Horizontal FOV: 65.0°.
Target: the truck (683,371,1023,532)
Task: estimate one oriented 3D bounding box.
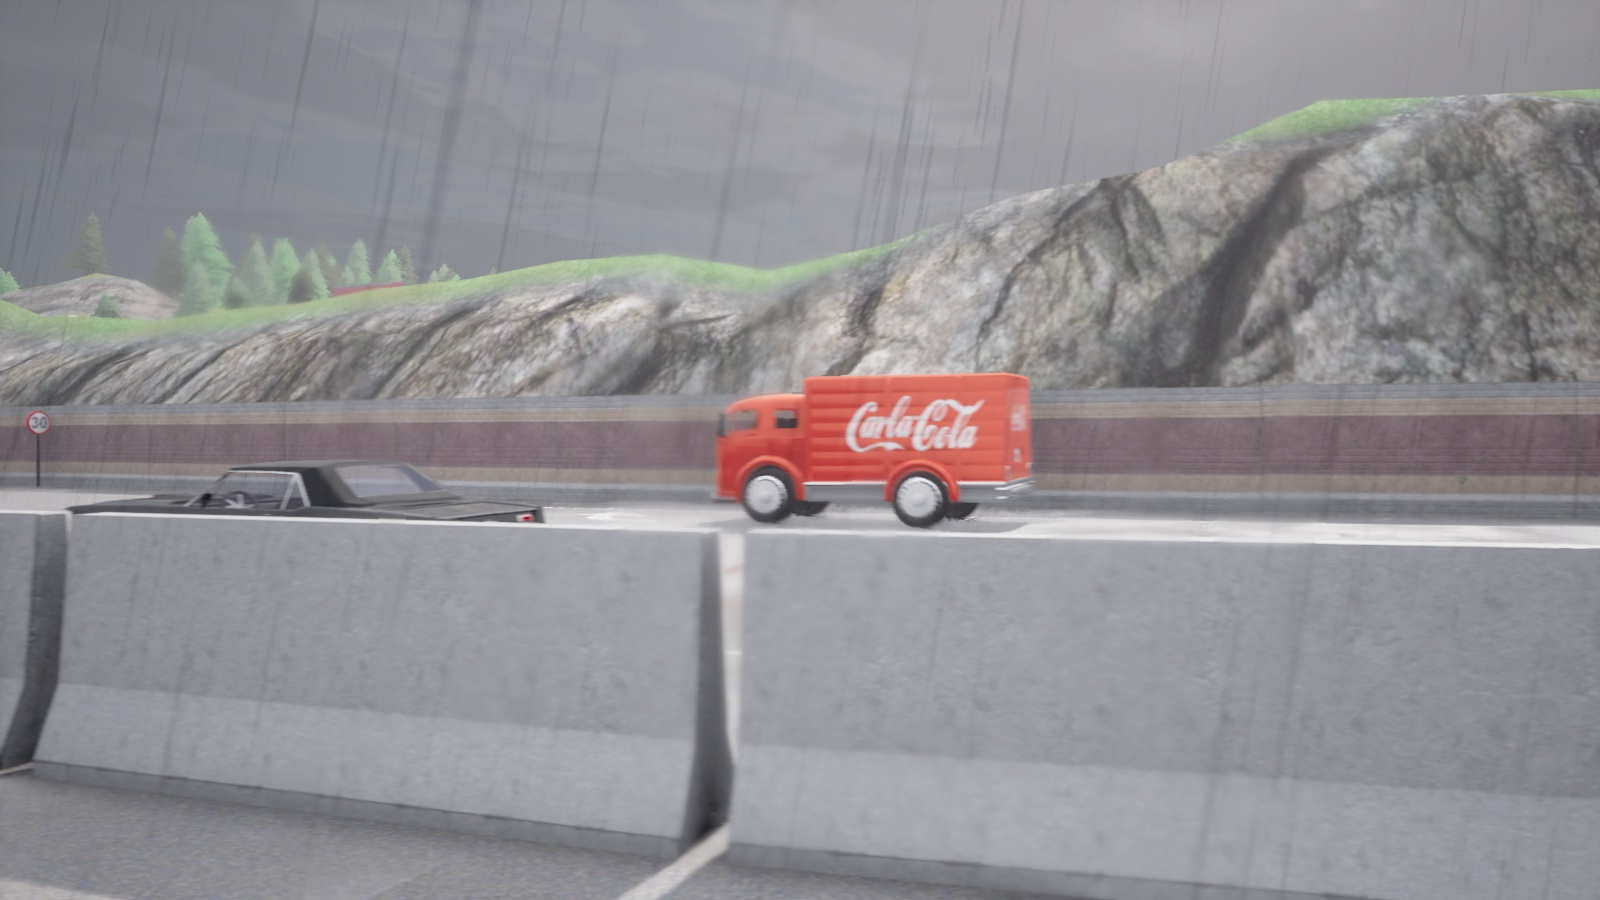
[{"bbox_3d":[0.948,0.000,21.384,5.204,2.467,2.627,0,1,21],"label":"truck"}]

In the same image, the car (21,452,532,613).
[{"bbox_3d":[-5.212,0.710,12.516,4.718,1.301,1.895,1,1,22],"label":"car"}]
